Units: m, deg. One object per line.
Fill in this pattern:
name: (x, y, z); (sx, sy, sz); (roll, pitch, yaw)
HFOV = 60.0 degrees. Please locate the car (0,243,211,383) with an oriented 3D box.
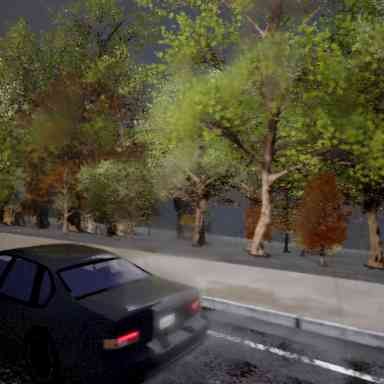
car: (-2.334, 1.569, 5.346); (5.357, 1.411, 2.033); (0, 0, 35)
